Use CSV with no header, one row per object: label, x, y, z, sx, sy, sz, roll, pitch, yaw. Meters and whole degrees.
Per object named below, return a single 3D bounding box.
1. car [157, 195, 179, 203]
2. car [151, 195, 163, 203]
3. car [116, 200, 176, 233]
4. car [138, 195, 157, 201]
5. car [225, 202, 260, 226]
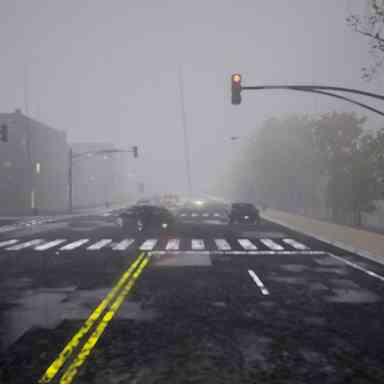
car,-3.352,1.202,47.114,2.097,1.767,4.553,0,0,0
car,-6.593,1.306,62.808,1.837,1.490,4.892,0,0,0
car,-2.784,1.444,19.232,1.837,1.490,4.892,2,-1,-34
car,-6.602,1.414,47.105,1.994,1.385,4.181,0,0,0
car,3.367,1.403,23.016,1.882,1.535,5.008,0,0,0
